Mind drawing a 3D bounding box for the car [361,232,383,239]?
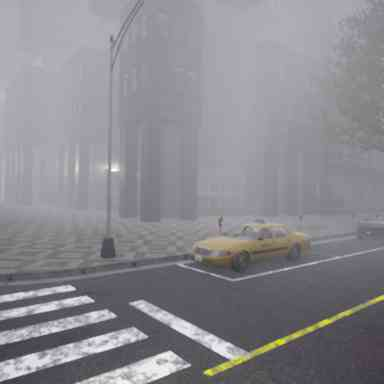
[{"bbox_3d":[5.594,1.597,6.553,4.902,1.511,2.128,1,-1,-39],"label":"car"}]

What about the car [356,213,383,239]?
[{"bbox_3d":[10.470,1.794,17.833,4.507,1.381,1.887,1,0,-39],"label":"car"}]

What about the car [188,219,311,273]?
[{"bbox_3d":[2.074,1.625,11.121,4.829,1.417,1.752,1,0,-39],"label":"car"}]
